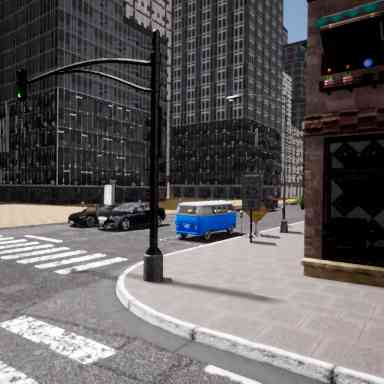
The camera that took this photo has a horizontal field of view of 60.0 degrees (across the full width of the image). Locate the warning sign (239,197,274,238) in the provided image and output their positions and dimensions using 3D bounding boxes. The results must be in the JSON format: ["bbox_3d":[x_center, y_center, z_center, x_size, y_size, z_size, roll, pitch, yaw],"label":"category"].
[{"bbox_3d":[3.117,1.177,16.124,1.300,1.860,1.060,1,1,35],"label":"warning sign"}]

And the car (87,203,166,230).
[{"bbox_3d":[-3.659,1.431,20.695,2.128,1.511,4.902,1,1,35],"label":"car"}]

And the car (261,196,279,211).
[{"bbox_3d":[7.754,1.429,36.731,1.812,1.442,4.674,1,1,36],"label":"car"}]

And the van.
[{"bbox_3d":[0.835,1.368,17.018,1.690,1.788,3.998,1,1,35],"label":"van"}]

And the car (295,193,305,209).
[{"bbox_3d":[15.418,1.159,42.093,2.150,2.045,5.566,1,1,36],"label":"car"}]

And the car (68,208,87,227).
[{"bbox_3d":[-5.996,1.467,21.879,1.947,1.339,4.313,1,1,35],"label":"car"}]

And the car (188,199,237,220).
[{"bbox_3d":[1.860,1.426,28.451,1.837,1.490,4.892,1,1,36],"label":"car"}]

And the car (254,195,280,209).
[{"bbox_3d":[10.038,1.293,44.419,1.967,1.590,4.097,1,1,35],"label":"car"}]

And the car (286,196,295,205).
[{"bbox_3d":[16.353,1.363,53.299,1.752,1.417,4.829,1,1,35],"label":"car"}]
